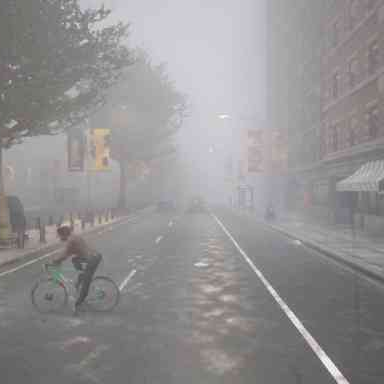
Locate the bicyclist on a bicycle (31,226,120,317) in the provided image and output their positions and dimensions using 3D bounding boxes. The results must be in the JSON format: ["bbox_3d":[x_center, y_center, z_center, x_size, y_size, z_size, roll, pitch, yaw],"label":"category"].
[{"bbox_3d":[-2.166,1.455,6.130,1.656,1.620,0.582,-2,0,1],"label":"bicyclist on a bicycle"}]

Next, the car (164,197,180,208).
[{"bbox_3d":[-2.953,1.547,49.672,2.033,1.411,5.357,0,0,1],"label":"car"}]

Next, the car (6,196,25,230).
[{"bbox_3d":[-11.403,1.222,18.240,2.150,2.045,5.566,0,0,1],"label":"car"}]

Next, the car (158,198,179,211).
[{"bbox_3d":[-2.977,1.478,39.862,1.882,1.535,5.008,0,0,1],"label":"car"}]

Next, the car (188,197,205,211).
[{"bbox_3d":[0.532,1.601,39.787,1.895,1.301,4.718,0,0,1],"label":"car"}]
